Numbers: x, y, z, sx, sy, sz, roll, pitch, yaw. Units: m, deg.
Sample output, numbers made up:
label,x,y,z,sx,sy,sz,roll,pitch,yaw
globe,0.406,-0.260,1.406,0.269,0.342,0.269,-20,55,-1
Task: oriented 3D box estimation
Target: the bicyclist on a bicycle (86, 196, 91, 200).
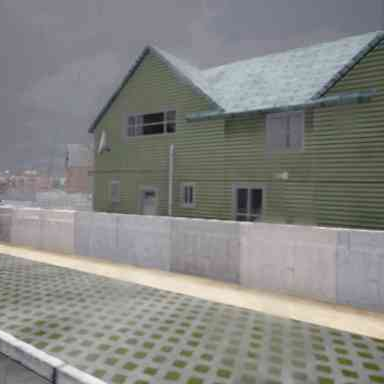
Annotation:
label,x,y,z,sx,sy,sz,roll,pitch,yaw
bicyclist on a bicycle,-8.657,1.143,27.830,0.582,1.620,1.656,0,1,-25
